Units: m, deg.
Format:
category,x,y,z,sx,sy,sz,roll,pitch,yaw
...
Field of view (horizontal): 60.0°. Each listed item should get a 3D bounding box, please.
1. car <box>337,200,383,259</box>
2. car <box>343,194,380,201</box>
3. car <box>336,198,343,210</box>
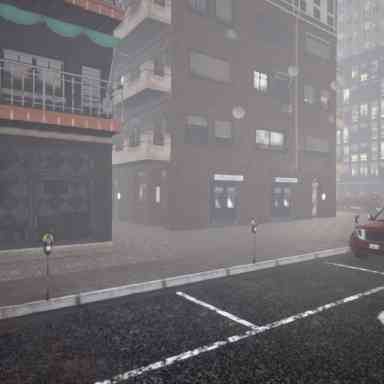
category,x,y,z,sx,sy,sz,roll,pitch,yaw
car,7.506,1.318,11.424,5.009,1.841,2.192,0,0,-35
car,19.367,1.112,38.952,2.192,1.841,5.009,1,0,-36
car,12.752,1.333,34.202,1.802,1.307,4.206,1,0,-36
